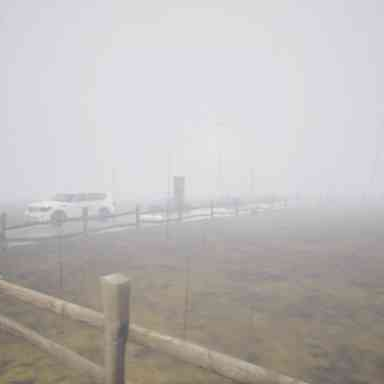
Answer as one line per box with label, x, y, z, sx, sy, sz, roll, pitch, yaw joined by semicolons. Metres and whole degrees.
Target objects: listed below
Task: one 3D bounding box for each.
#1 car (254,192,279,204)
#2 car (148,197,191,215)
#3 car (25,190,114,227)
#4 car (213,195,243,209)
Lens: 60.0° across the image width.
car;10.208;0.831;45.284;1.882;1.535;5.008;1;1;36
car;-1.869;1.162;28.641;1.994;1.385;4.181;1;1;36
car;-7.438;0.931;20.876;2.150;2.045;5.566;1;1;35
car;4.014;1.043;36.777;1.994;1.385;4.181;1;1;36
